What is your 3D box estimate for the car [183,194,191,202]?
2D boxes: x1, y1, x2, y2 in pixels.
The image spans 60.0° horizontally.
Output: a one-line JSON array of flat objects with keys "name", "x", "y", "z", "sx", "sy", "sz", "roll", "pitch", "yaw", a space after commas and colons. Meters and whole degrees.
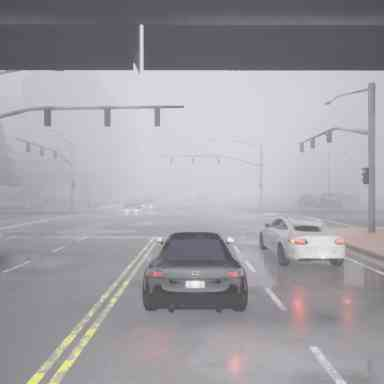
[{"name": "car", "x": -1.095, "y": 1.591, "z": 77.006, "sx": 1.895, "sy": 1.301, "sz": 4.718, "roll": 0, "pitch": 0, "yaw": 0}]

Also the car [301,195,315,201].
[{"name": "car", "x": 27.918, "y": 1.393, "z": 79.974, "sx": 1.970, "sy": 1.475, "sz": 3.806, "roll": 0, "pitch": 0, "yaw": 0}]

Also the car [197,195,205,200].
[{"name": "car", "x": 2.346, "y": 1.375, "z": 86.099, "sx": 1.994, "sy": 1.385, "sz": 4.181, "roll": 0, "pitch": 0, "yaw": 0}]

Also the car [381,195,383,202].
[{"name": "car", "x": 39.091, "y": 1.151, "z": 64.996, "sx": 1.932, "sy": 1.855, "sz": 4.605, "roll": 0, "pitch": 0, "yaw": 0}]

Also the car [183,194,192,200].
[{"name": "car", "x": -1.154, "y": 1.348, "z": 86.076, "sx": 2.128, "sy": 1.511, "sz": 4.902, "roll": 0, "pitch": 0, "yaw": 0}]

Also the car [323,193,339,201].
[{"name": "car", "x": 33.496, "y": 1.150, "z": 80.040, "sx": 1.932, "sy": 1.855, "sz": 4.605, "roll": 0, "pitch": 0, "yaw": 0}]

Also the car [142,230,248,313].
[{"name": "car", "x": 0.067, "y": 1.564, "z": 7.745, "sx": 1.994, "sy": 1.385, "sz": 4.181, "roll": 0, "pitch": 0, "yaw": 0}]

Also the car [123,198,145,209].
[{"name": "car", "x": -7.981, "y": 1.563, "z": 45.129, "sx": 1.994, "sy": 1.385, "sz": 4.181, "roll": 0, "pitch": 0, "yaw": 0}]

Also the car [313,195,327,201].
[{"name": "car", "x": 30.813, "y": 1.361, "z": 79.982, "sx": 1.784, "sy": 1.438, "sz": 3.905, "roll": 0, "pitch": 0, "yaw": 0}]

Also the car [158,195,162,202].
[{"name": "car", "x": -8.093, "y": 1.471, "z": 76.578, "sx": 1.882, "sy": 1.535, "sz": 5.008, "roll": 0, "pitch": 0, "yaw": 0}]

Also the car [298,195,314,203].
[{"name": "car", "x": 22.194, "y": 1.393, "z": 64.856, "sx": 1.970, "sy": 1.475, "sz": 3.806, "roll": 0, "pitch": 0, "yaw": 0}]

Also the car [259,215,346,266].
[{"name": "car", "x": 3.582, "y": 1.525, "z": 11.405, "sx": 1.812, "sy": 1.442, "sz": 4.674, "roll": 0, "pitch": 0, "yaw": 0}]

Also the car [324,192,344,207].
[{"name": "car", "x": 19.540, "y": 1.154, "z": 47.380, "sx": 1.905, "sy": 1.878, "sz": 3.866, "roll": 0, "pitch": 0, "yaw": 0}]

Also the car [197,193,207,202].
[{"name": "car", "x": 2.405, "y": 1.221, "z": 77.031, "sx": 2.150, "sy": 2.045, "sz": 5.566, "roll": 0, "pitch": 0, "yaw": 0}]

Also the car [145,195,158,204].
[{"name": "car", "x": -8.053, "y": 1.598, "z": 61.525, "sx": 1.895, "sy": 1.301, "sz": 4.718, "roll": 0, "pitch": 0, "yaw": 0}]

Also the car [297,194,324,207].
[{"name": "car", "x": 16.646, "y": 1.152, "z": 47.426, "sx": 1.932, "sy": 1.855, "sz": 4.605, "roll": 0, "pitch": 0, "yaw": 0}]
